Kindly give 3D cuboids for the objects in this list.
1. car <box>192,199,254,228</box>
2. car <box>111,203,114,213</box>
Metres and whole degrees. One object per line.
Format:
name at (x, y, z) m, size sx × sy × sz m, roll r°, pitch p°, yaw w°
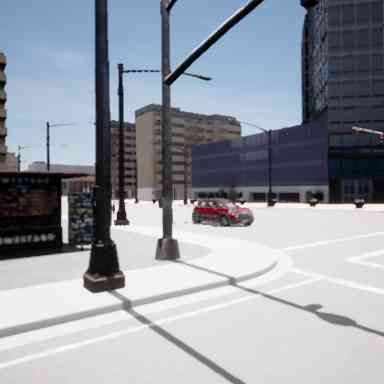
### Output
car at (1.994, 1.247, 22.138) m, size 2.097 × 1.767 × 4.553 m, roll -1°, pitch -1°, yaw -35°
car at (-11.197, 1.563, 40.519) m, size 2.097 × 1.767 × 4.553 m, roll -1°, pitch -1°, yaw -36°
